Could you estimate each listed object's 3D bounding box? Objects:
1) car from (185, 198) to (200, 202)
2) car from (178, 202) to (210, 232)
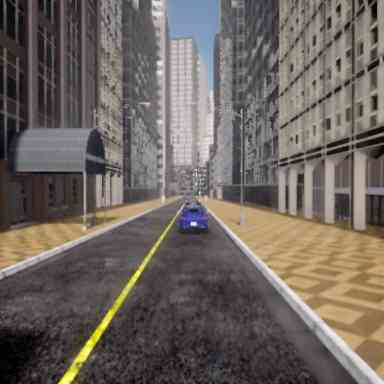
[{"bbox_3d":[0.105,1.580,45.207,2.128,1.511,4.902,0,0,0],"label":"car"},{"bbox_3d":[0.100,1.559,20.211,1.812,1.442,4.674,0,0,0],"label":"car"}]
